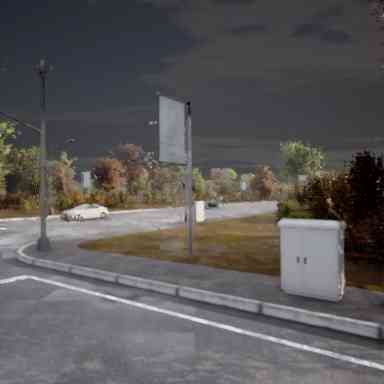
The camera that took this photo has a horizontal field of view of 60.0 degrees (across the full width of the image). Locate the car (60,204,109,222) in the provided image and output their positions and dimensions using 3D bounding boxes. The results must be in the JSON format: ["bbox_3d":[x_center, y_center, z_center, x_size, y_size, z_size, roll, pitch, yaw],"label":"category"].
[{"bbox_3d":[-9.670,1.829,30.228,1.812,1.442,4.674,-1,0,32],"label":"car"}]

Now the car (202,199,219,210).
[{"bbox_3d":[2.268,1.811,49.054,2.128,1.511,4.902,-1,0,33],"label":"car"}]
